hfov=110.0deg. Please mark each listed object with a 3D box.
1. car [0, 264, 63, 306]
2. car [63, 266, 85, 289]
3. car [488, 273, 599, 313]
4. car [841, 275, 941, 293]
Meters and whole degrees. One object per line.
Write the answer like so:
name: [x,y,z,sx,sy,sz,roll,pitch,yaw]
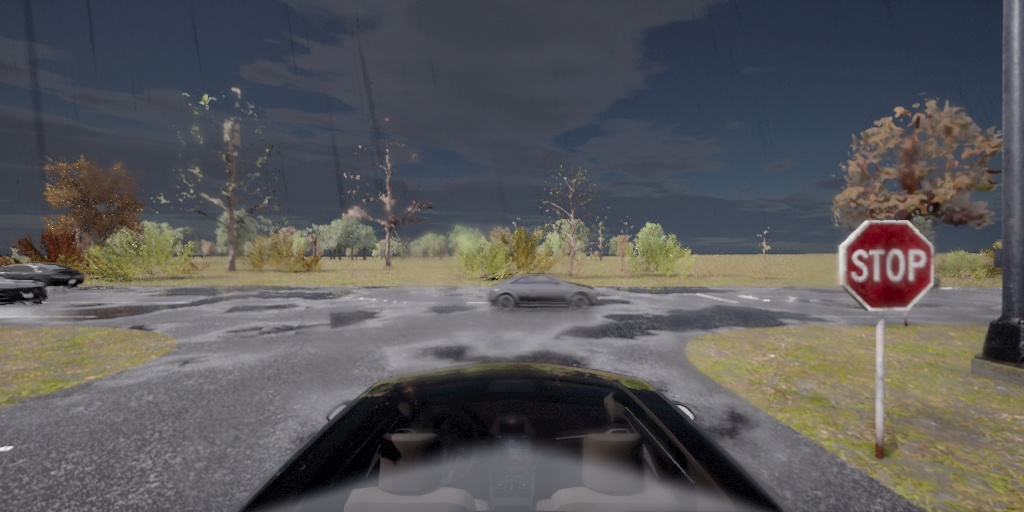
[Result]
car: [-20.410,1.178,13.210,5.008,1.535,1.882,0,0,-2]
car: [-27.046,1.182,20.019,4.892,1.490,1.837,0,0,-2]
car: [1.165,1.341,13.768,4.181,1.385,1.994,0,0,-1]
car: [22.465,1.447,21.366,4.892,1.490,1.837,0,0,-2]
